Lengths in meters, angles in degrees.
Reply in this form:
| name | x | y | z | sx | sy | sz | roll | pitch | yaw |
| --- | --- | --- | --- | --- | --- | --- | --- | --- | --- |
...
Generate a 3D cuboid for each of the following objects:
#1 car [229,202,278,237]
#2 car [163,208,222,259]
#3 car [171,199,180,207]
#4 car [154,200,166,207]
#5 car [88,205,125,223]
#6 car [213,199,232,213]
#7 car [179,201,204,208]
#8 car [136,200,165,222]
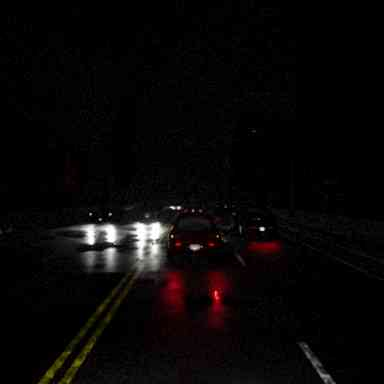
| name | x | y | z | sx | sy | sz | roll | pitch | yaw |
| --- | --- | --- | --- | --- | --- | --- | --- | --- | --- |
| car | 3.350 | 1.531 | 18.277 | 1.837 | 1.490 | 4.892 | 0 | -1 | 0 |
| car | 0.094 | 1.531 | 12.537 | 1.812 | 1.442 | 4.674 | 0 | 0 | 0 |
| car | -3.248 | 2.237 | 67.747 | 2.128 | 1.511 | 4.902 | 0 | -1 | 0 |
| car | -6.497 | 2.269 | 67.335 | 1.994 | 1.385 | 4.181 | 0 | -1 | 0 |
| car | -6.596 | 1.681 | 26.128 | 1.895 | 1.301 | 4.718 | 0 | 0 | 0 |
| car | 3.354 | 1.530 | 35.512 | 2.097 | 1.767 | 4.553 | 0 | -1 | 0 |
| car | 0.103 | 1.668 | 30.464 | 2.033 | 1.411 | 5.357 | 0 | -1 | 0 |
| car | -3.347 | 1.582 | 27.286 | 2.128 | 1.511 | 4.902 | 0 | -1 | 0 |
